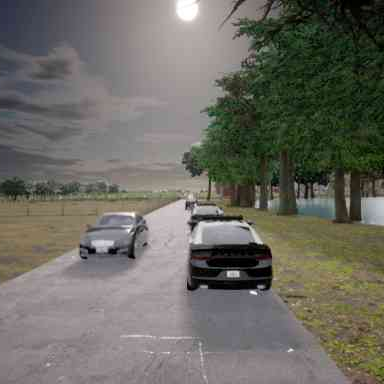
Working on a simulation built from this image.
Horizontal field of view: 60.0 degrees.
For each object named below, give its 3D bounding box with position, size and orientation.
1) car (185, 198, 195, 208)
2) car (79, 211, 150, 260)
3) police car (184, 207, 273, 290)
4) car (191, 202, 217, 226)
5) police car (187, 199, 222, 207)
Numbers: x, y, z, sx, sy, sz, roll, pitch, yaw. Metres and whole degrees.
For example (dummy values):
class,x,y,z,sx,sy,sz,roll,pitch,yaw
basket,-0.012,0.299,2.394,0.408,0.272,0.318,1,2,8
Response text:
class,x,y,z,sx,sy,sz,roll,pitch,yaw
car,0.011,1.638,47.644,1.882,1.535,5.008,0,0,1
car,-2.752,1.508,12.625,2.128,1.511,4.902,0,0,0
police car,0.822,1.435,9.214,1.930,1.638,5.238,0,0,0
car,0.817,1.557,25.105,1.837,1.490,4.892,0,0,0
police car,0.819,1.459,19.215,1.930,1.638,5.238,0,0,0
